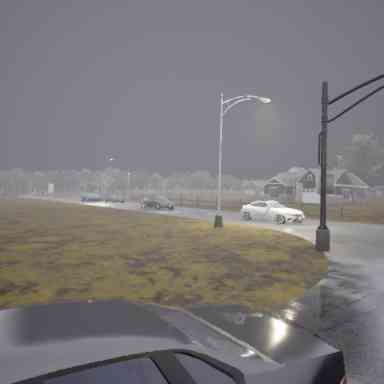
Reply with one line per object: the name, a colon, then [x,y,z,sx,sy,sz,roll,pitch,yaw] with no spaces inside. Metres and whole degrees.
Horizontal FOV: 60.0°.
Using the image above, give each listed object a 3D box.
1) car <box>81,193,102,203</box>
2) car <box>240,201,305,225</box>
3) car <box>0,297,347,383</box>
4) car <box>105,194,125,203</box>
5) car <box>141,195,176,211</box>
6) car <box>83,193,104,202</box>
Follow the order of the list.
car: [-15.747,0.901,51.686,1.882,1.535,5.008,2,-1,-35]
car: [5.212,1.312,22.112,1.812,1.442,4.674,2,0,-35]
car: [-1.208,1.547,1.994,5.357,1.411,2.033,0,0,-33]
car: [-12.367,1.087,53.019,1.994,1.385,4.181,2,-1,-35]
car: [-3.545,1.112,34.426,1.837,1.490,4.892,2,0,-35]
car: [-18.168,1.006,61.168,2.033,1.411,5.357,2,-1,-35]
